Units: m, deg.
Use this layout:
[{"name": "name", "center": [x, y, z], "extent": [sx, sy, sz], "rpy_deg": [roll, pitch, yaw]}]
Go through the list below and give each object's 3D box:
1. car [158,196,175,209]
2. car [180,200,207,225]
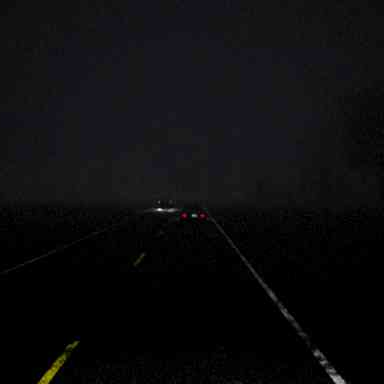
[{"name": "car", "center": [-3.561, 1.383, 46.325], "extent": [2.097, 1.767, 4.553], "rpy_deg": [0, 0, 0]}, {"name": "car", "center": [0.095, 1.563, 23.849], "extent": [2.033, 1.411, 5.357], "rpy_deg": [0, 0, 0]}]
